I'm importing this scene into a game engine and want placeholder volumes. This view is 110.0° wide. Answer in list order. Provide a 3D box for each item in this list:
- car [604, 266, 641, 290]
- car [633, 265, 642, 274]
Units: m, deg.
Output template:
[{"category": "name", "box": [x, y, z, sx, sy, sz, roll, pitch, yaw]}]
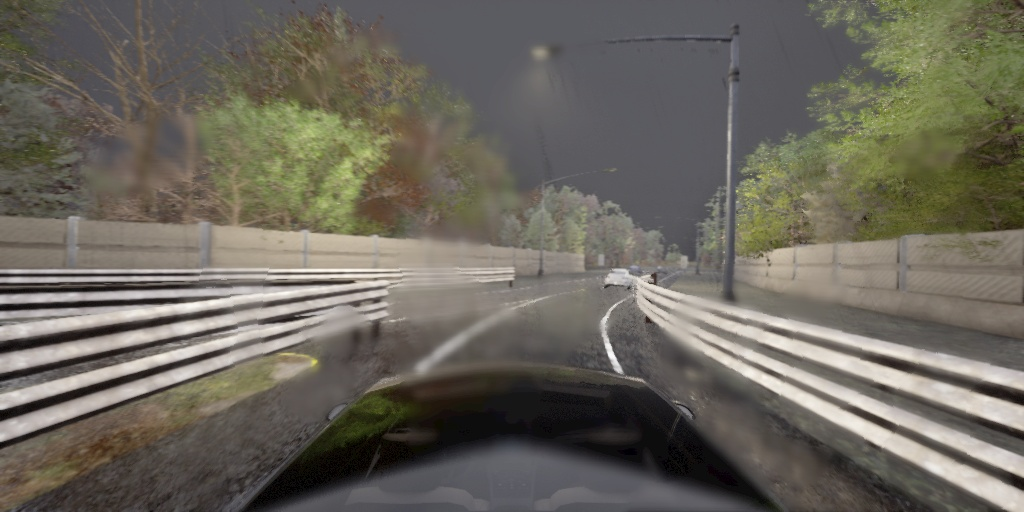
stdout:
[{"category": "car", "box": [8.228, 1.702, 27.018, 1.812, 1.442, 4.674, 1, -1, 27]}, {"category": "car", "box": [19.992, 2.265, 58.382, 1.812, 1.442, 4.674, 1, -1, 27]}]
